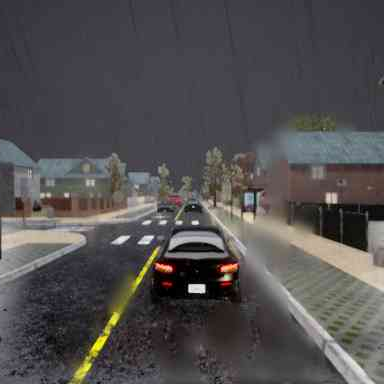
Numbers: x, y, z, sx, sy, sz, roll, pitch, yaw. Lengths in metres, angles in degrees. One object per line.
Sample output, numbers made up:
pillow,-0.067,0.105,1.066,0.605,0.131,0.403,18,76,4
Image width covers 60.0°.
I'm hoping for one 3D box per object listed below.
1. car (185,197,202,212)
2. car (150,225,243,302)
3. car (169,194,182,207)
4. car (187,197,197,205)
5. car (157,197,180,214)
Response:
car,0.148,1.625,38.840,1.994,1.385,4.181,0,0,0
car,0.095,1.524,8.107,1.812,1.442,4.674,0,0,0
car,-2.771,1.359,52.707,2.150,2.045,5.566,0,0,0
car,0.099,1.725,64.107,1.837,1.490,4.892,0,0,0
car,-2.800,1.601,37.089,2.033,1.411,5.357,0,0,0
